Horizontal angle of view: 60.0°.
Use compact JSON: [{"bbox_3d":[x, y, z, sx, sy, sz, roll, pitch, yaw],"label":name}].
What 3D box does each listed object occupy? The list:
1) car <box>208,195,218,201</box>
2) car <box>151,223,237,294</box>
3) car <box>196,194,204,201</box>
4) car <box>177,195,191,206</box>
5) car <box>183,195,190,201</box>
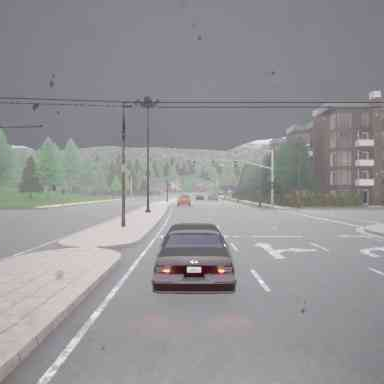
[{"bbox_3d":[5.550,1.539,85.541,2.033,1.411,5.357,0,0,0],"label":"car"},{"bbox_3d":[0.049,1.547,8.930,2.033,1.411,5.357,0,0,0],"label":"car"},{"bbox_3d":[2.050,1.477,85.536,1.882,1.535,5.008,0,0,0],"label":"car"},{"bbox_3d":[-1.312,1.352,54.676,2.097,1.767,4.553,0,0,-1],"label":"car"},{"bbox_3d":[-1.450,1.523,85.501,1.812,1.442,4.674,0,0,0],"label":"car"}]
